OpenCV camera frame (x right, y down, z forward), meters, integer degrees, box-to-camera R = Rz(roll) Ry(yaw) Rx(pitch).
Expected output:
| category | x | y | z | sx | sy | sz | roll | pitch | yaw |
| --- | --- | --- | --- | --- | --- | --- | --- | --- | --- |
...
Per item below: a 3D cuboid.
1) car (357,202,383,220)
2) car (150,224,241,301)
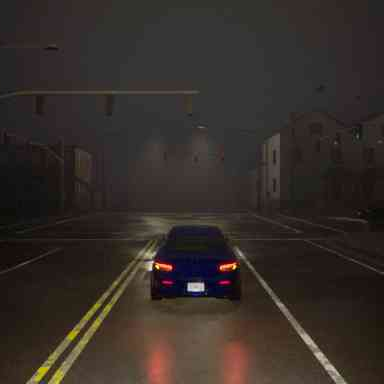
| category | x | y | z | sx | sy | sz | roll | pitch | yaw |
| --- | --- | --- | --- | --- | --- | --- | --- | --- | --- |
| car | 16.370 | 1.526 | 27.970 | 4.674 | 1.442 | 1.812 | 0 | 0 | -1 |
| car | 0.087 | 1.526 | 8.219 | 1.812 | 1.442 | 4.674 | 0 | 0 | 0 |
